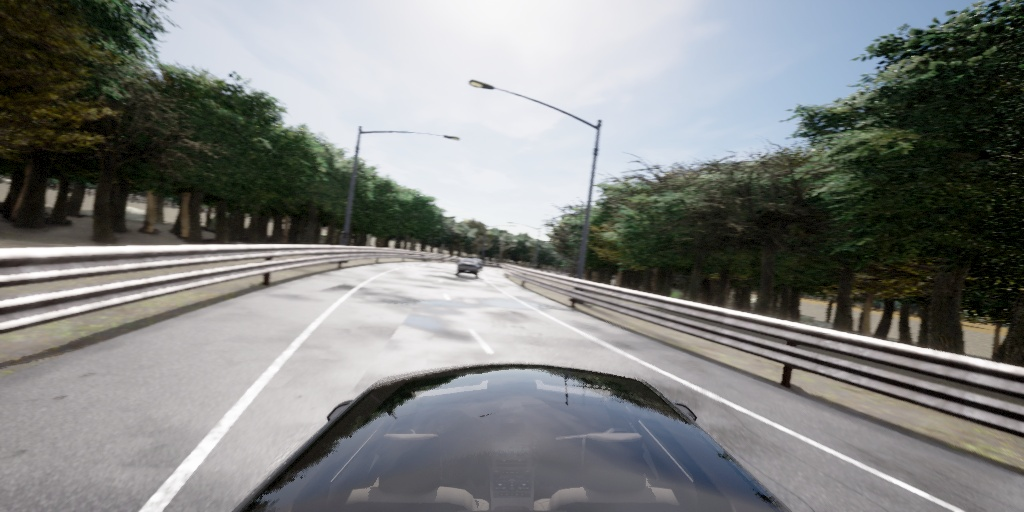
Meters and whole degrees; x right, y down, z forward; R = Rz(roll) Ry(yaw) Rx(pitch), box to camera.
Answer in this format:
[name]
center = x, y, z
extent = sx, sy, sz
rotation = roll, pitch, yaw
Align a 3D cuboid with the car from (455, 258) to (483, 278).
[car]
center = -3.780, 0.968, 30.554
extent = 1.837, 1.490, 4.892
rotation = 8, -1, -7
